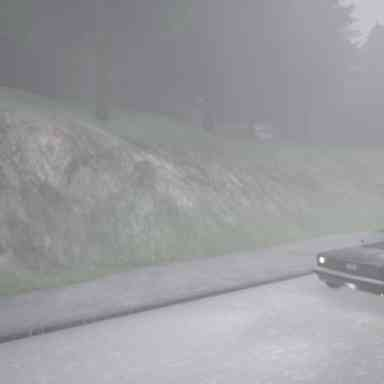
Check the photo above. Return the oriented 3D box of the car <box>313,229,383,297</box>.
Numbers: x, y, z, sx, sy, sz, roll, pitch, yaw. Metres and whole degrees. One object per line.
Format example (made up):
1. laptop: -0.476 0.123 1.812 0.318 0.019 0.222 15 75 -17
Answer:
1. car: 5.045 1.575 7.927 4.718 1.301 1.895 0 0 -34
